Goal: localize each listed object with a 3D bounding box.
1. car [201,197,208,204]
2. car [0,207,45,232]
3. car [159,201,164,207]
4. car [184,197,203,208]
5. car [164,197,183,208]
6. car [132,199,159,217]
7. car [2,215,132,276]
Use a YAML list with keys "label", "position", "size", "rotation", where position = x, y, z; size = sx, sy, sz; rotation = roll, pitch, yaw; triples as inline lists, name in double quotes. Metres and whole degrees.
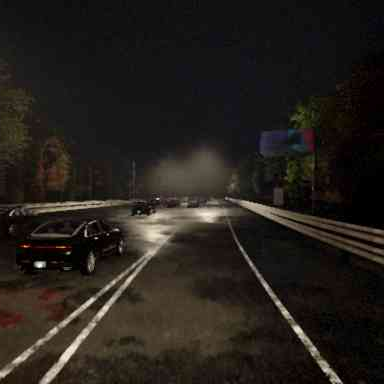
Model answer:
- label: "car"
  position: [2.216, 2.138, 81.806]
  size: [2.097, 1.767, 4.553]
  rotation: [0, -1, 5]
- label: "car"
  position: [-9.959, 1.579, 18.562]
  size: [2.128, 1.511, 4.902]
  rotation: [0, -1, 5]
- label: "car"
  position: [-6.672, 1.983, 58.916]
  size: [1.837, 1.490, 4.892]
  rotation: [0, -1, 5]
- label: "car"
  position: [0.290, 2.074, 58.206]
  size: [2.033, 1.411, 5.357]
  rotation: [0, -1, 5]
- label: "car"
  position: [-3.191, 2.028, 58.580]
  size: [1.812, 1.442, 4.674]
  rotation: [0, -1, 5]
- label: "car"
  position: [-5.090, 1.802, 35.260]
  size: [1.812, 1.442, 4.674]
  rotation: [0, -1, 5]
- label: "car"
  position: [-3.581, 1.576, 10.690]
  size: [1.837, 1.490, 4.892]
  rotation: [0, -1, 5]
